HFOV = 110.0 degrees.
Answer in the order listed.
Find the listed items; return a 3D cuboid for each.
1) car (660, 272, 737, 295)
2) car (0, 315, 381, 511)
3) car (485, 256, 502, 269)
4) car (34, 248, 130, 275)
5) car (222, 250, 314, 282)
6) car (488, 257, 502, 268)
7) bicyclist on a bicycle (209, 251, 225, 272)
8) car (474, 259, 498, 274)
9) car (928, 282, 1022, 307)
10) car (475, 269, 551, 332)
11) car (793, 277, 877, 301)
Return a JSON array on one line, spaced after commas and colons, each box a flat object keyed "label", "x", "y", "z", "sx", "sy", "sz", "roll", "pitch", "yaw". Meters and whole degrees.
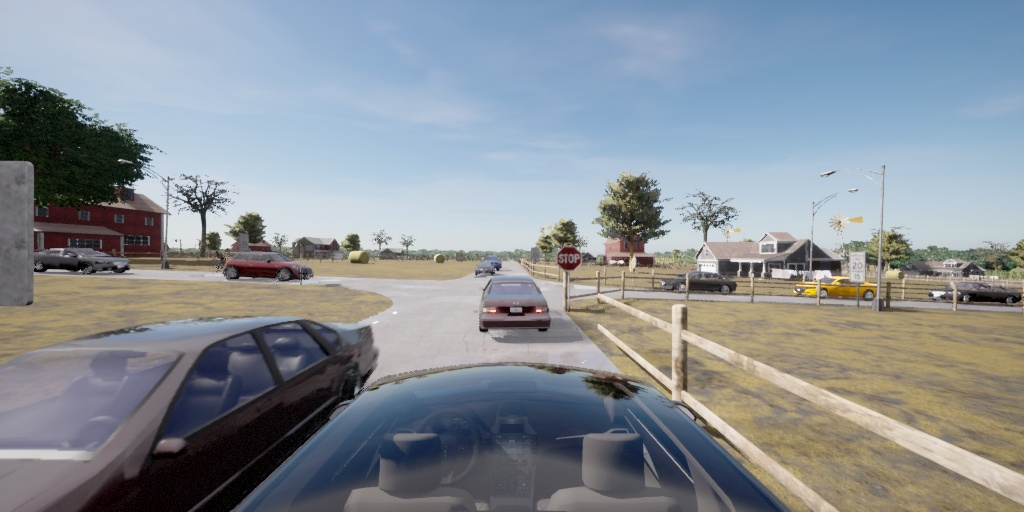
[{"label": "car", "x": 12.708, "y": 1.805, "z": 24.570, "sx": 4.892, "sy": 1.490, "sz": 1.837, "roll": 2, "pitch": 0, "yaw": -2}, {"label": "car", "x": -2.850, "y": 1.297, "z": 3.018, "sx": 2.033, "sy": 1.411, "sz": 5.357, "roll": 0, "pitch": 0, "yaw": 0}, {"label": "car", "x": -2.824, "y": 0.993, "z": 48.959, "sx": 2.150, "sy": 2.045, "sz": 5.566, "roll": 0, "pitch": 0, "yaw": 0}, {"label": "car", "x": -26.033, "y": 0.306, "z": 21.628, "sx": 4.902, "sy": 1.511, "sz": 2.128, "roll": 2, "pitch": 0, "yaw": 0}, {"label": "car", "x": -14.625, "y": 0.590, "z": 21.759, "sx": 4.553, "sy": 1.767, "sz": 2.097, "roll": 2, "pitch": 0, "yaw": -3}, {"label": "car", "x": -2.816, "y": 1.139, "z": 60.521, "sx": 2.097, "sy": 1.767, "sz": 4.553, "roll": 0, "pitch": 0, "yaw": 0}, {"label": "bicyclist on a bicycle", "x": -22.612, "y": 0.407, "z": 27.619, "sx": 0.582, "sy": 1.620, "sz": 1.656, "roll": 2, "pitch": 0, "yaw": 0}, {"label": "car", "x": -2.843, "y": 1.290, "z": 38.371, "sx": 1.812, "sy": 1.442, "sz": 4.674, "roll": 0, "pitch": 0, "yaw": 0}, {"label": "car", "x": 31.675, "y": 2.555, "z": 24.632, "sx": 4.902, "sy": 1.511, "sz": 2.128, "roll": 2, "pitch": 0, "yaw": 0}, {"label": "car", "x": -0.032, "y": 1.299, "z": 10.844, "sx": 2.033, "sy": 1.411, "sz": 5.357, "roll": 0, "pitch": 0, "yaw": -3}, {"label": "car", "x": 22.199, "y": 2.155, "z": 24.628, "sx": 5.008, "sy": 1.535, "sz": 1.882, "roll": 2, "pitch": 0, "yaw": 0}]
